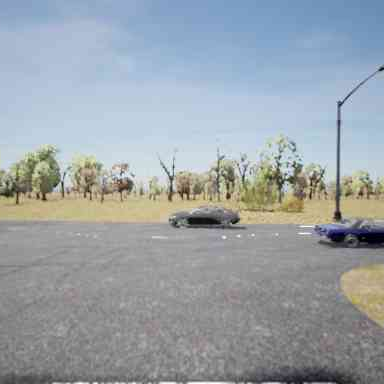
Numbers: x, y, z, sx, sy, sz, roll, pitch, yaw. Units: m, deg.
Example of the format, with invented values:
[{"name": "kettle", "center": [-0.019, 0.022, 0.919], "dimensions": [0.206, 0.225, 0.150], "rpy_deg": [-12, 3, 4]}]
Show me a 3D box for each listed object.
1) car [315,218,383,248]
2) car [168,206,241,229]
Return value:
[{"name": "car", "center": [8.464, 1.899, 15.721], "dimensions": [4.718, 1.301, 1.895], "rpy_deg": [1, 0, 0]}, {"name": "car", "center": [0.862, 1.701, 22.778], "dimensions": [4.902, 1.511, 2.128], "rpy_deg": [1, 0, 0]}]
